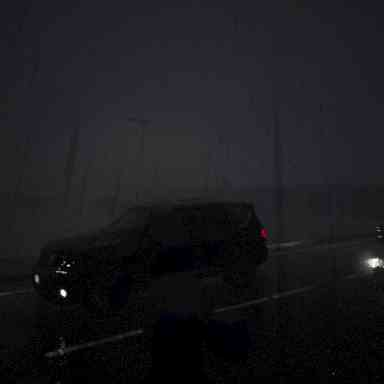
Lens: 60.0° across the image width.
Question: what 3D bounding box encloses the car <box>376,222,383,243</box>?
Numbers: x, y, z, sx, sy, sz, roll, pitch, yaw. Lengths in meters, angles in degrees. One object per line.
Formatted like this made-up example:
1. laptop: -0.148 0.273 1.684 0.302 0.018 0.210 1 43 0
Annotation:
1. car: 10.736 1.659 15.908 5.008 1.535 1.882 1 0 -35

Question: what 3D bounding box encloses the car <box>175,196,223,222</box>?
1. car: 0.492 1.317 26.721 1.905 1.878 3.866 1 0 -37

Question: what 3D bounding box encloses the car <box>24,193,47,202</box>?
1. car: -23.536 1.250 49.420 1.932 1.855 4.605 1 0 -37

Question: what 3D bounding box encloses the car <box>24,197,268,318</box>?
1. car: -0.640 1.254 7.825 5.566 2.045 2.150 -1 0 -35

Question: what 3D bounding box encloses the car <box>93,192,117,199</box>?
1. car: -10.050 1.310 40.714 1.932 1.855 4.605 1 0 -37

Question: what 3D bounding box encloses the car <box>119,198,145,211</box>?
1. car: -7.698 1.549 42.402 1.784 1.438 3.905 1 0 -37

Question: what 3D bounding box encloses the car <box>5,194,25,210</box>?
1. car: -25.652 1.433 47.767 1.784 1.438 3.905 1 0 -37

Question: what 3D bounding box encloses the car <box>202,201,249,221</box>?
1. car: 2.811 1.585 28.450 1.970 1.475 3.806 1 0 -37
